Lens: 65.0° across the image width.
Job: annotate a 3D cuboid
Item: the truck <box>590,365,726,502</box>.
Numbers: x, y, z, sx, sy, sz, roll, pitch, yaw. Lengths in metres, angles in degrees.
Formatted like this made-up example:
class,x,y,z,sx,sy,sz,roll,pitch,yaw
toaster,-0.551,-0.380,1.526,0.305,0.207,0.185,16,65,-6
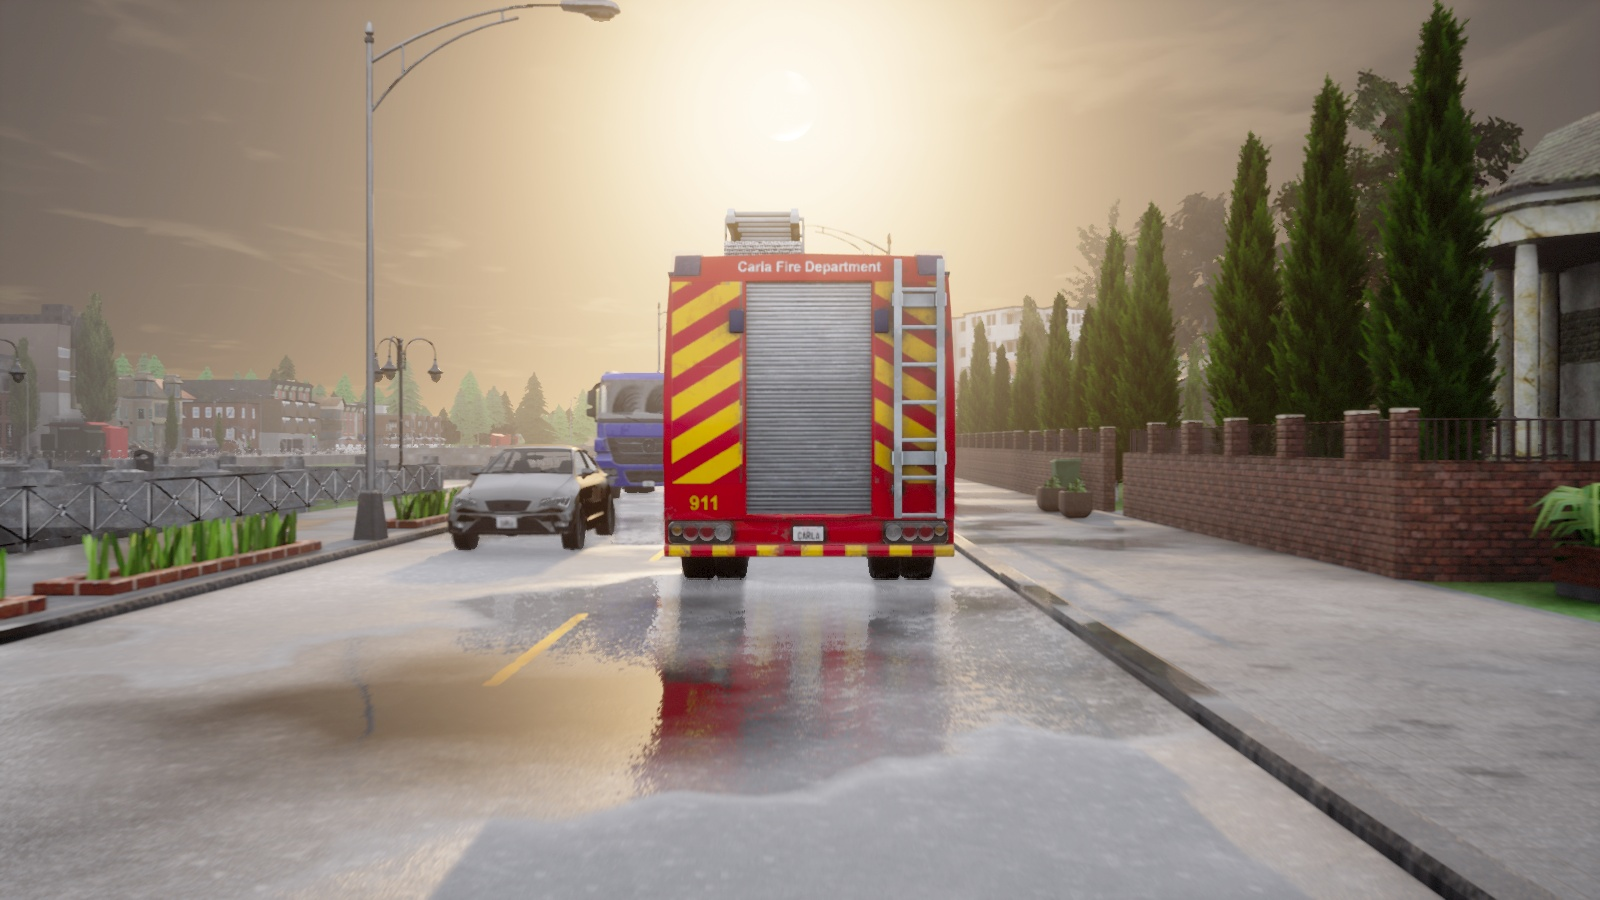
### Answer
class,x,y,z,sx,sy,sz,roll,pitch,yaw
truck,-3.804,-0.439,35.533,2.891,3.462,7.936,0,0,0

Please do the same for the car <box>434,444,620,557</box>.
class,x,y,z,sx,sy,sz,roll,pitch,yaw
car,-3.890,0.652,18.596,1.816,1.474,4.193,0,0,0

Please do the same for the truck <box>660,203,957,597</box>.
class,x,y,z,sx,sy,sz,roll,pitch,yaw
truck,0.100,-0.511,16.453,2.891,3.827,8.468,0,0,0
